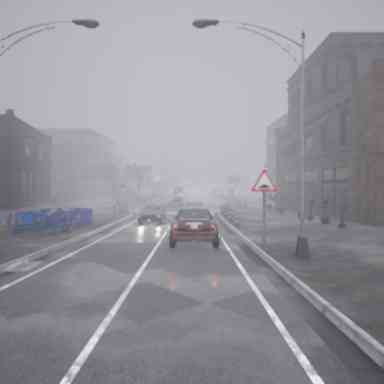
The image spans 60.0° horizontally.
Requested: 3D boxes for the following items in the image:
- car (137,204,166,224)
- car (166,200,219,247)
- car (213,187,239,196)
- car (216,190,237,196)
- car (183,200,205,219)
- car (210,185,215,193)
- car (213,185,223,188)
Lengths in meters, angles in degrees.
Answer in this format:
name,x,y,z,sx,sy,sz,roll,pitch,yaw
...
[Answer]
name,x,y,z,sx,sy,sz,roll,pitch,yaw
car,-3.037,1.623,26.214,2.033,1.411,5.357,0,0,0
car,0.093,1.441,15.729,2.097,1.767,4.553,0,0,0
car,7.998,0.277,75.643,5.366,1.575,1.946,0,2,-1
car,8.154,0.202,78.402,4.674,1.452,2.002,0,2,-1
car,0.269,1.548,30.955,1.837,1.490,4.892,0,0,3
car,8.114,-0.314,83.897,5.566,2.045,2.435,0,2,-1
car,8.086,-0.078,81.148,4.553,1.767,2.185,0,2,-1
